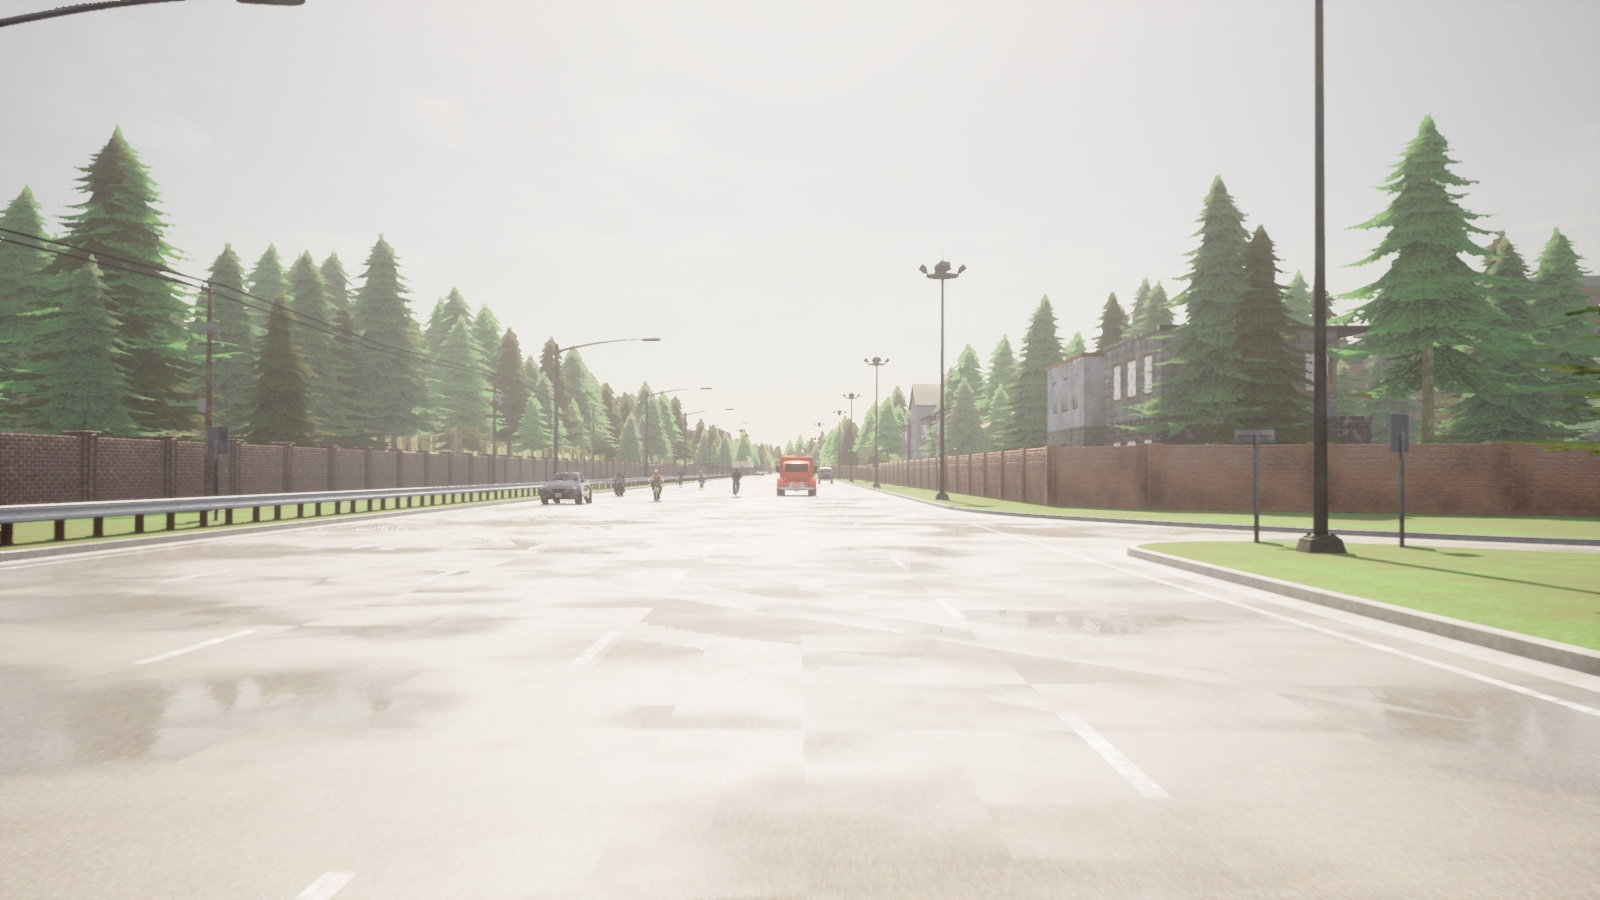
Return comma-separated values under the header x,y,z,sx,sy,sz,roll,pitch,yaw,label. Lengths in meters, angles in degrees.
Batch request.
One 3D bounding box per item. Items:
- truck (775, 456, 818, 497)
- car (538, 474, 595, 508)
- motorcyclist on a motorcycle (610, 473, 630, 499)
x,y,z,sx,sy,sz,roll,pitch,yaw,label
-0.200,1.657,79.233,2.627,2.467,5.204,0,-1,0,truck
-10.644,1.834,57.452,1.816,1.474,4.193,0,-1,0,car
-10.687,2.142,74.565,0.866,1.530,2.191,0,-1,0,motorcyclist on a motorcycle
